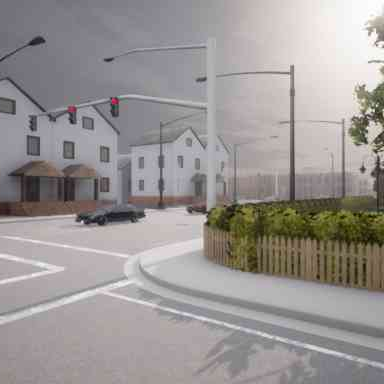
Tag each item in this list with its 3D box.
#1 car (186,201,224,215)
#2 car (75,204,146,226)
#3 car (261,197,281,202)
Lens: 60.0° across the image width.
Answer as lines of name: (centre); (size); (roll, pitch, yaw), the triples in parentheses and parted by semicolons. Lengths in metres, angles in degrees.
car: (1.396, 1.600, 33.943); (1.895, 1.301, 4.718); (0, 0, 35)
car: (-5.612, 1.546, 23.781); (2.033, 1.411, 5.357); (0, 0, 35)
car: (11.461, 1.505, 48.446); (1.837, 1.490, 4.892); (0, 0, 35)
